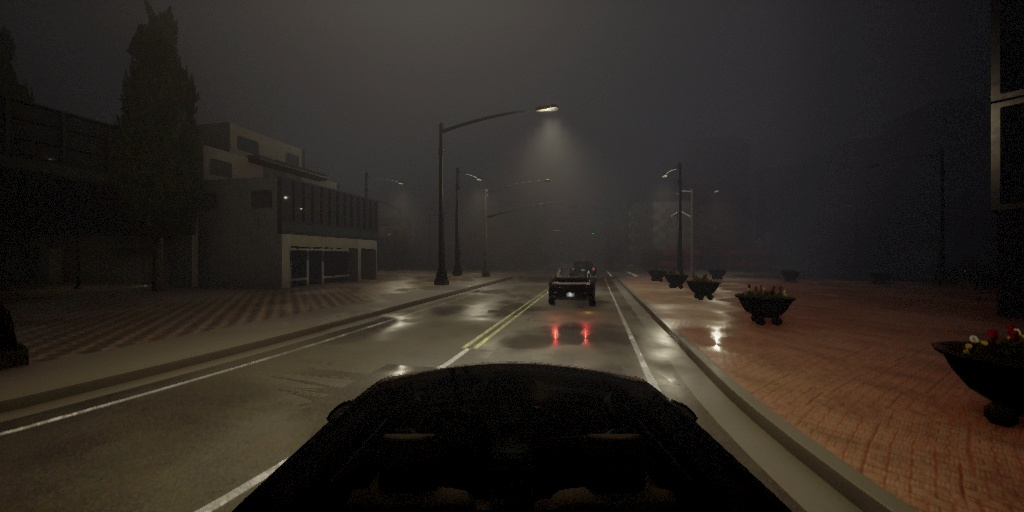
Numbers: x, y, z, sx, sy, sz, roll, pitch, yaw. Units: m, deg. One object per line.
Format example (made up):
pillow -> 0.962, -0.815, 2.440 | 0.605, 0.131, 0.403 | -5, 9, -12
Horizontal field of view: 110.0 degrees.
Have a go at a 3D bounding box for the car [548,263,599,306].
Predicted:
car -> 2.725, 1.242, 15.739 | 2.128, 1.511, 4.902 | 0, 0, 13

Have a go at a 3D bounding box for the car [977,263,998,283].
car -> 44.940, 1.671, 31.301 | 5.008, 1.535, 1.882 | 1, 0, 13

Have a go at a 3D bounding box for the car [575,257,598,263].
car -> 6.083, 1.113, 30.327 | 2.097, 1.767, 4.553 | 0, 0, 13

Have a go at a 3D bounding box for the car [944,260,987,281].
car -> 45.670, 1.552, 34.724 | 4.553, 1.767, 2.097 | 1, 0, 13
